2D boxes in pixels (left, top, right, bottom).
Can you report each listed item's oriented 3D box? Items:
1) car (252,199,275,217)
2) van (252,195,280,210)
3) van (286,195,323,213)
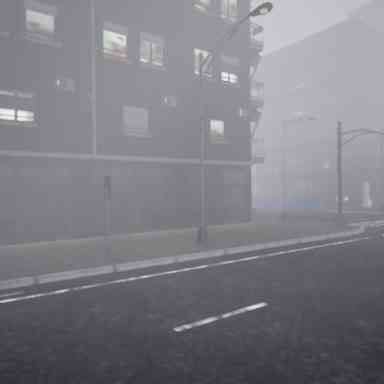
[{"bbox_3d":[5.145,1.606,30.689,1.802,1.307,4.206,-2,0,-35],"label":"car"},{"bbox_3d":[8.694,1.305,40.073,1.690,1.788,3.998,-2,0,-36],"label":"van"},{"bbox_3d":[11.947,1.232,35.512,1.690,1.788,3.998,-2,0,-35],"label":"van"}]
